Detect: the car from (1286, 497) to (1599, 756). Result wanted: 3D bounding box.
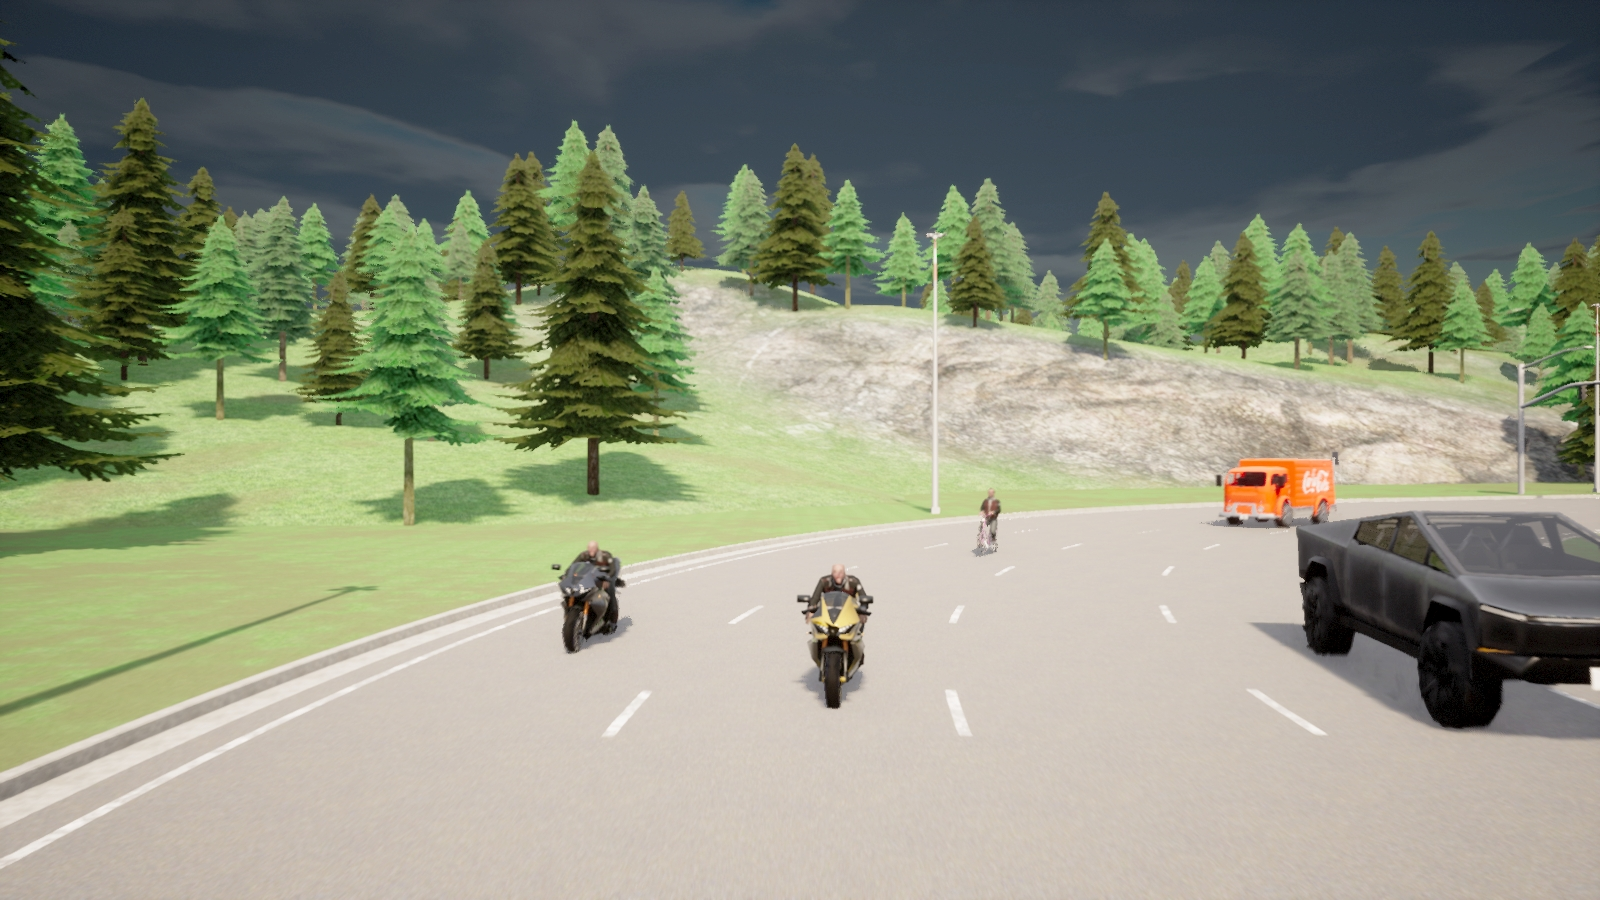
[{"bbox_3d":[7.899,1.748,13.534,2.390,2.098,6.274,0,0,8],"label":"car"}]

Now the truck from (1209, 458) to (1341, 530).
[{"bbox_3d":[17.600,1.555,42.254,5.204,2.467,2.627,0,0,-44],"label":"truck"}]

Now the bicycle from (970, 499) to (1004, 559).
[{"bbox_3d":[4.929,2.048,30.091,0.329,1.471,1.835,1,0,26],"label":"bicycle"}]

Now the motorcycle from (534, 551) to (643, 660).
[{"bbox_3d":[-3.022,2.198,16.553,0.867,1.251,2.209,2,0,8],"label":"motorcycle"}]

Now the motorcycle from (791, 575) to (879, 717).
[{"bbox_3d":[0.447,2.200,13.248,0.867,1.251,2.209,0,0,6],"label":"motorcycle"}]
